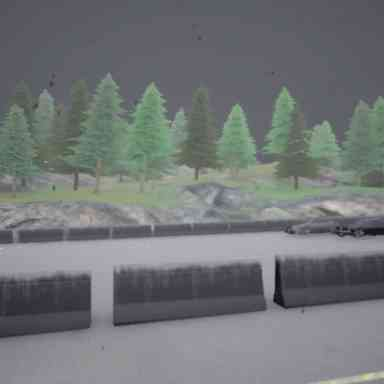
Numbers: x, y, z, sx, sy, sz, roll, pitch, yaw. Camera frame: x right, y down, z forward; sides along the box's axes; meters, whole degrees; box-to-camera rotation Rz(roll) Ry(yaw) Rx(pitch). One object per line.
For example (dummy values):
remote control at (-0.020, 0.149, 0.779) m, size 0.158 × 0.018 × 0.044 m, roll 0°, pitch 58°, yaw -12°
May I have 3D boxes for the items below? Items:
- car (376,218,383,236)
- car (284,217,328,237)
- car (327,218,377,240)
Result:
car at (13.748, 2.195, 19.656) m, size 4.674 × 1.442 × 1.812 m, roll -1°, pitch -3°, yaw -13°
car at (9.343, 2.677, 25.819) m, size 4.181 × 1.385 × 1.994 m, roll -1°, pitch -3°, yaw -13°
car at (12.172, 2.482, 22.877) m, size 4.718 × 1.301 × 1.895 m, roll -1°, pitch -3°, yaw -13°
